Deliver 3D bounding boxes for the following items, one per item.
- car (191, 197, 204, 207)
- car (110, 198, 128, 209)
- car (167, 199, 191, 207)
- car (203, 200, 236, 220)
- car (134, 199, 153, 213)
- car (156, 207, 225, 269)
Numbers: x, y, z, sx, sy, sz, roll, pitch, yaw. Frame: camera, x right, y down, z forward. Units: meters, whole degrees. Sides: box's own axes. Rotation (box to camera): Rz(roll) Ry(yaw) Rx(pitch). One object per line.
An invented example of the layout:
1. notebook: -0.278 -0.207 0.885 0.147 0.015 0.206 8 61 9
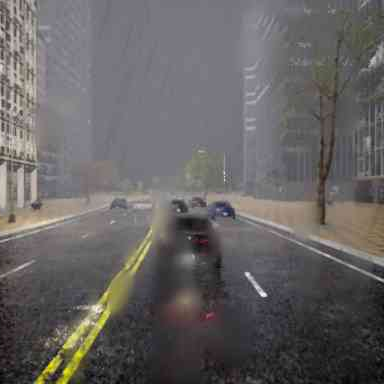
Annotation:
1. car: 0.670 1.374 43.456 1.812 1.442 4.674 0 0 -7
2. car: -9.158 1.413 42.096 2.033 1.411 5.357 0 0 -6
3. car: -1.369 1.415 31.448 1.812 1.442 4.674 0 0 -5
4. car: 2.278 1.426 26.651 1.812 1.442 4.674 0 0 -4
5. car: -5.230 1.481 35.865 1.895 1.301 4.718 0 0 -6
6. car: -0.137 1.463 11.025 1.837 1.490 4.892 0 0 -2
